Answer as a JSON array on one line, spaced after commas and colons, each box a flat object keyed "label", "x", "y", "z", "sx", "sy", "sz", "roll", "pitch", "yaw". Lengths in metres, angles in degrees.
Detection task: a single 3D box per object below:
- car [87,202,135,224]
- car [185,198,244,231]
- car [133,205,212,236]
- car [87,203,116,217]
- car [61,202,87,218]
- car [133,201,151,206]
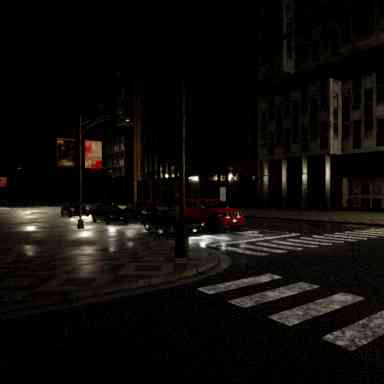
[{"label": "car", "x": -7.089, "y": 1.855, "z": 28.629, "sx": 1.882, "sy": 1.535, "sz": 5.008, "roll": 0, "pitch": -1, "yaw": -36}, {"label": "car", "x": 1.088, "y": 1.455, "z": 22.838, "sx": 2.150, "sy": 2.045, "sz": 5.566, "roll": 0, "pitch": -1, "yaw": -34}, {"label": "car", "x": -1.396, "y": 1.793, "z": 20.680, "sx": 2.033, "sy": 1.411, "sz": 5.357, "roll": 0, "pitch": -1, "yaw": -36}, {"label": "car", "x": -10.765, "y": 2.033, "z": 39.354, "sx": 1.812, "sy": 1.442, "sz": 4.674, "roll": 0, "pitch": -1, "yaw": -35}, {"label": "car", "x": -13.003, "y": 1.866, "z": 36.898, "sx": 2.097, "sy": 1.767, "sz": 4.553, "roll": 0, "pitch": -1, "yaw": -36}, {"label": "car", "x": -4.571, "y": 1.716, "z": 30.700, "sx": 2.097, "sy": 1.767, "sz": 4.553, "roll": 0, "pitch": -1, "yaw": -36}]
